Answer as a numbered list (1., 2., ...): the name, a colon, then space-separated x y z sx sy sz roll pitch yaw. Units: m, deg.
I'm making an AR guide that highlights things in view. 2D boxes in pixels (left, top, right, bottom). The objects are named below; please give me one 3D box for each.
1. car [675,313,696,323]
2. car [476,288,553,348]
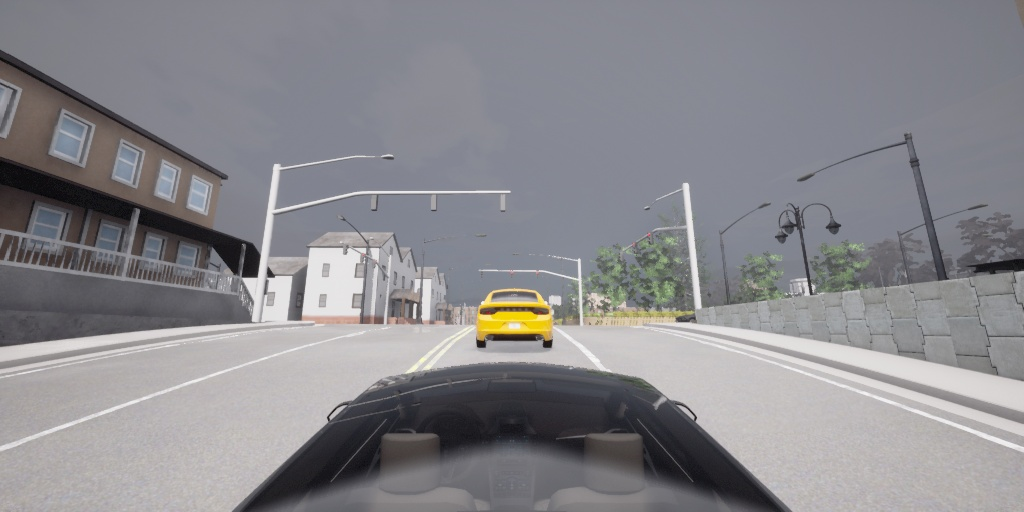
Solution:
1. car: 16.483 5.262 30.398 5.008 1.535 1.882 0 -12 1
2. car: 0.068 1.723 10.550 1.882 1.535 5.008 0 -7 0
